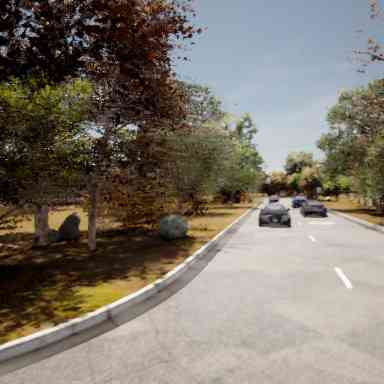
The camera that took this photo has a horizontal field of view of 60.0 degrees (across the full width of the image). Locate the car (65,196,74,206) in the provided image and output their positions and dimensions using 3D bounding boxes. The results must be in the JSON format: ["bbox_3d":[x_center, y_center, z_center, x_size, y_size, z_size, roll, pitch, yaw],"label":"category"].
[{"bbox_3d":[-26.690,2.070,65.639,5.008,1.535,2.097,0,0,14],"label":"car"}]

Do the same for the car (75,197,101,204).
[{"bbox_3d":[-23.885,2.004,76.385,5.366,1.575,1.946,0,0,14],"label":"car"}]

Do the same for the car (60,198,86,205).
[{"bbox_3d":[-25.386,2.043,71.034,4.892,1.521,2.231,0,0,14],"label":"car"}]

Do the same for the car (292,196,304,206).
[{"bbox_3d":[14.794,1.307,45.527,1.882,1.535,5.008,0,0,14],"label":"car"}]

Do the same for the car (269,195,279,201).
[{"bbox_3d":[15.376,1.299,62.051,2.033,1.411,5.357,0,0,14],"label":"car"}]

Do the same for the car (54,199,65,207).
[{"bbox_3d":[-27.347,2.083,62.942,5.008,1.535,2.097,0,0,14],"label":"car"}]

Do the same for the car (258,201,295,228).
[{"bbox_3d":[5.468,1.504,21.948,1.994,1.385,4.181,0,0,14],"label":"car"}]

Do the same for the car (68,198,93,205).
[{"bbox_3d":[-24.727,2.026,73.732,5.008,1.535,2.097,0,0,14],"label":"car"}]

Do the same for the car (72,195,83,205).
[{"bbox_3d":[-26.065,1.805,68.342,5.566,2.045,2.435,0,0,14],"label":"car"}]

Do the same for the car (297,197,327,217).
[{"bbox_3d":[11.119,1.464,30.537,1.994,1.385,4.181,0,0,14],"label":"car"}]
